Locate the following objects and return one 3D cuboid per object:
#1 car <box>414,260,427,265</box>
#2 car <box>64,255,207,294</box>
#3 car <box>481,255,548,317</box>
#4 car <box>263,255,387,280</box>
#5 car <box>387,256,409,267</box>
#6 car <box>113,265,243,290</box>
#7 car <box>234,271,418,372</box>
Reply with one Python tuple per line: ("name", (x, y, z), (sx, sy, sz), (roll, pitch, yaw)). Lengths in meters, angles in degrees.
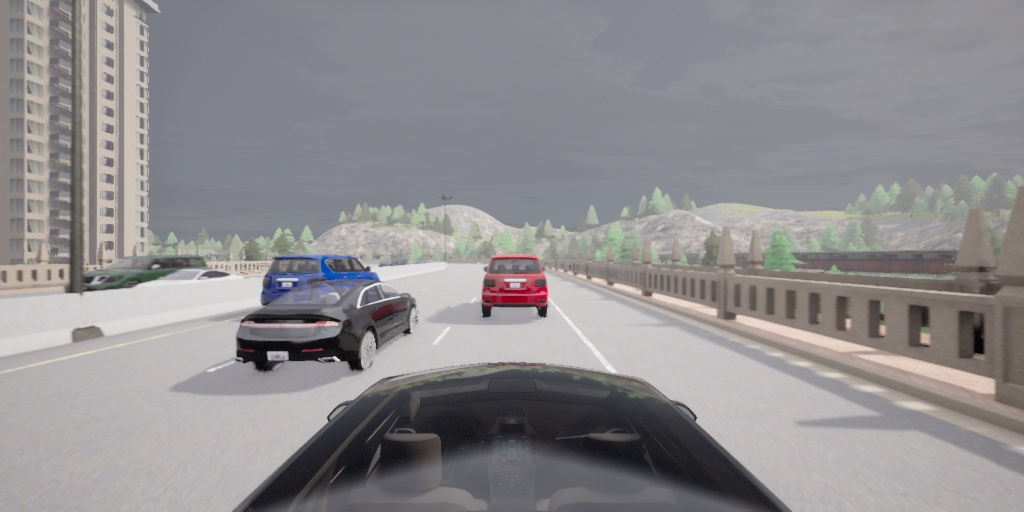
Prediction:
("car", (-14.753, 1.416, 58.370), (2.033, 1.411, 5.357), (0, 0, -5))
("car", (-17.612, 0.979, 17.442), (2.150, 2.045, 5.566), (0, 0, 0))
("car", (0.091, 0.975, 13.404), (2.150, 2.045, 5.566), (0, 0, 0))
("car", (-6.909, 0.975, 13.691), (2.150, 2.045, 5.566), (0, 0, 0))
("car", (-18.374, 1.095, 58.890), (2.150, 2.045, 5.566), (0, 0, -6))
("car", (-14.111, 1.282, 15.931), (1.812, 1.442, 4.674), (0, 0, 0))
("car", (-3.405, 1.241, 7.638), (2.128, 1.511, 4.902), (0, 0, 0))
